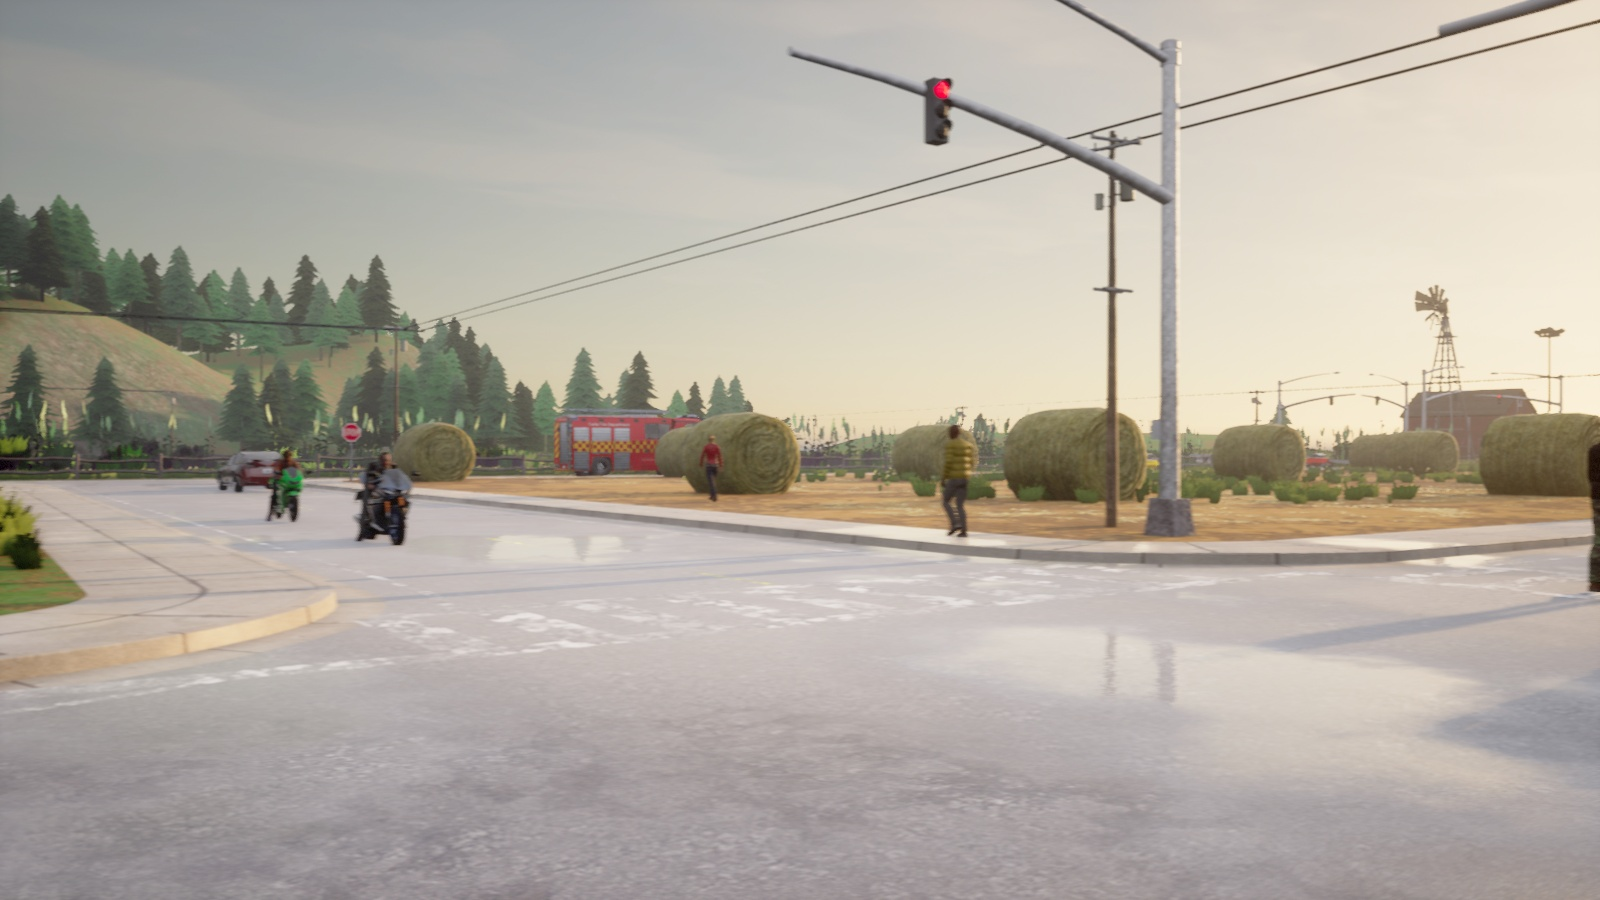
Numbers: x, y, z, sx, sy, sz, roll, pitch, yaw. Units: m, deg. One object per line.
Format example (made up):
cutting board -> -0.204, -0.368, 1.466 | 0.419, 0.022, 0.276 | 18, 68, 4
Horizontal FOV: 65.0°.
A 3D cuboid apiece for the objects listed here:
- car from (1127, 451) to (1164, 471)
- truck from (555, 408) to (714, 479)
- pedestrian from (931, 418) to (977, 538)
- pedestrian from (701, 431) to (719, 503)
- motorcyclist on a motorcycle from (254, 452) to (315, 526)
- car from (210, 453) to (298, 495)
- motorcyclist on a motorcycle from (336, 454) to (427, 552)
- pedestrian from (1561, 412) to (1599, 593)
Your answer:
car -> 25.273, 0.801, 91.930 | 2.207, 1.376, 1.481 | -1, 0, -31
truck -> -9.270, -0.347, 70.813 | 8.468, 3.827, 2.891 | 0, 0, -31
pedestrian -> 2.396, 0.426, 19.598 | 0.370, 1.835, 0.726 | 0, 0, -26
pedestrian -> -2.352, 0.440, 32.935 | 0.331, 1.846, 0.636 | 0, 0, -17
motorcyclist on a motorcycle -> -11.007, 0.802, 26.761 | 0.797, 1.523, 2.044 | 0, 0, -34
car -> -20.383, 0.861, 46.766 | 2.163, 1.488, 4.792 | 0, 0, -34
motorcyclist on a motorcycle -> -6.955, 0.840, 20.805 | 0.866, 1.530, 2.191 | 0, 0, -34
pedestrian -> 8.369, 0.534, 13.017 | 0.703, 1.840, 0.431 | 0, 0, 1
